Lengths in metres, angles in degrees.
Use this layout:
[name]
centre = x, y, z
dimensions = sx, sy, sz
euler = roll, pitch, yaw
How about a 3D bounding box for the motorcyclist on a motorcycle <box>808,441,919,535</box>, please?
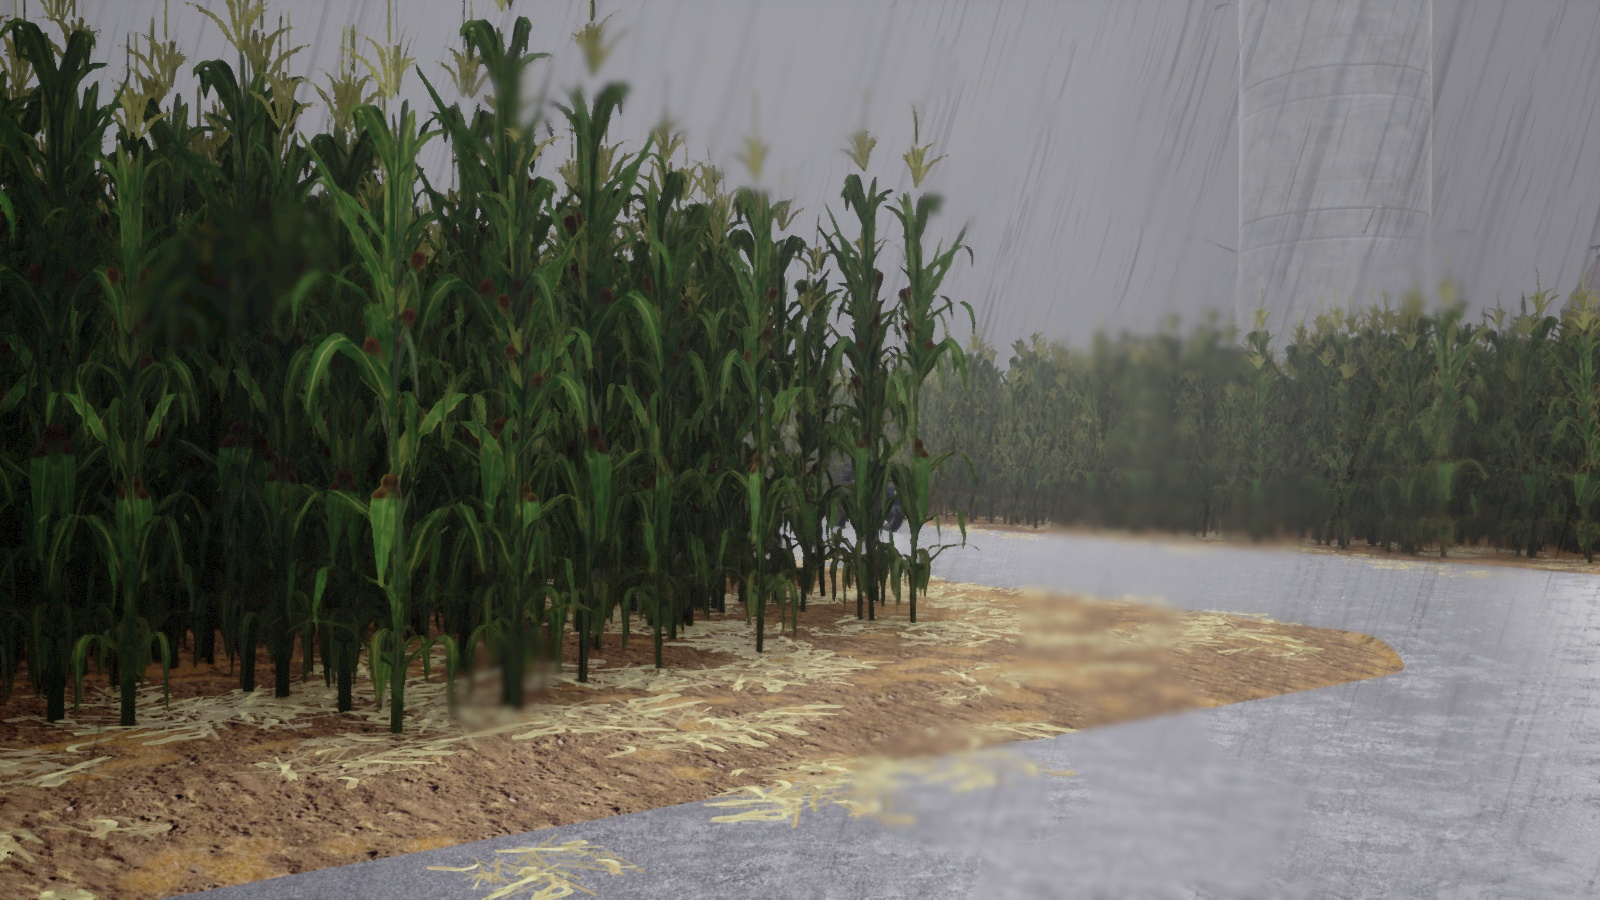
[motorcyclist on a motorcycle]
centre = 1.141, 0.664, 23.247
dimensions = 0.766, 1.649, 2.350
euler = 0, 0, -34
